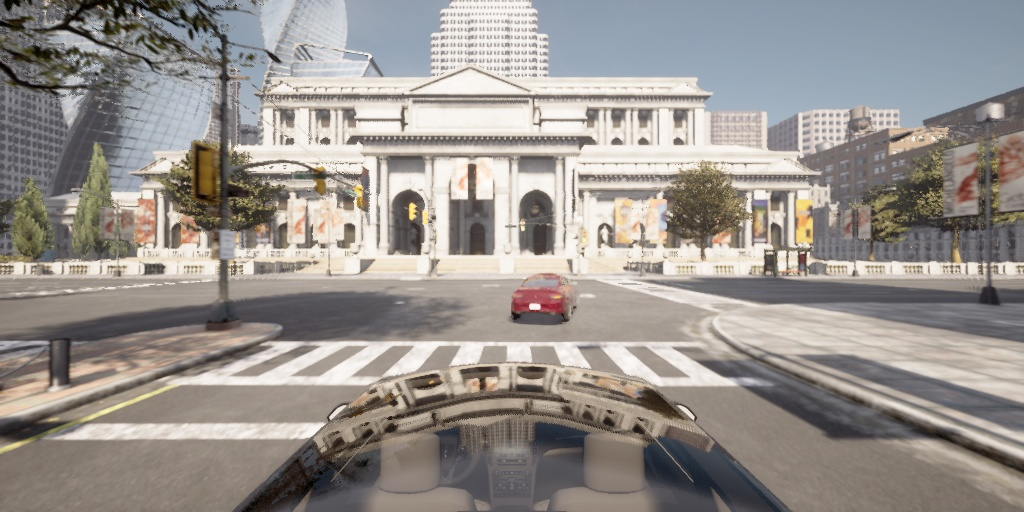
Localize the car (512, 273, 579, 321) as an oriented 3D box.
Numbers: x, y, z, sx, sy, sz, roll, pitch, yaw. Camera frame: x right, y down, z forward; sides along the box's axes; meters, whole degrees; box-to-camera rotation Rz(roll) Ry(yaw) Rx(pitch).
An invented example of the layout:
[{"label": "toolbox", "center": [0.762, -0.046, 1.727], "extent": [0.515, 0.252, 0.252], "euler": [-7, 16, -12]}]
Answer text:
[{"label": "car", "center": [1.271, 1.322, 12.660], "extent": [1.812, 1.442, 4.674], "euler": [0, 0, 15]}]
